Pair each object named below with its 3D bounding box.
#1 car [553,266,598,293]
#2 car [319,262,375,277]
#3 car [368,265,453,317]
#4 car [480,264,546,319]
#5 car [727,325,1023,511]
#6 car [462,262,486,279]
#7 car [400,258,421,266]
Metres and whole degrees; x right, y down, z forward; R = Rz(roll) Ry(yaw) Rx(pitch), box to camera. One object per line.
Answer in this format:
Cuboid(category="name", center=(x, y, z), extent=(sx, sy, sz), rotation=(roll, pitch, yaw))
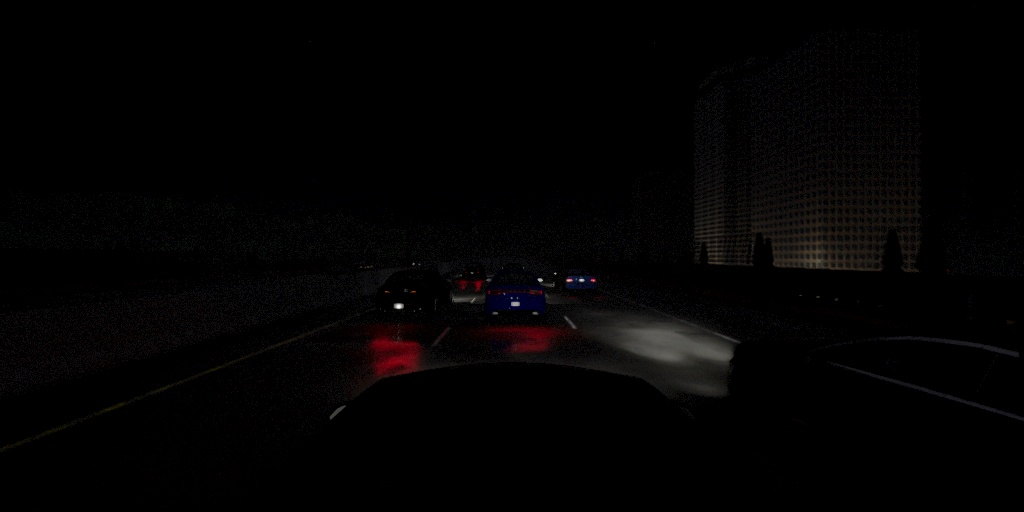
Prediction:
Cuboid(category="car", center=(3.596, 1.300, 21.014), extent=(2.033, 1.411, 5.357), rotation=(0, 0, 0))
Cuboid(category="car", center=(-10.601, 1.317, 22.947), extent=(1.994, 1.385, 4.181), rotation=(0, 0, 0))
Cuboid(category="car", center=(-3.403, 1.257, 13.198), extent=(1.837, 1.490, 4.892), rotation=(0, 0, 0))
Cuboid(category="car", center=(0.098, 1.229, 12.802), extent=(1.882, 1.535, 5.008), rotation=(0, 0, 0))
Cuboid(category="car", center=(3.599, 1.242, 2.519), extent=(2.128, 1.511, 4.902), rotation=(0, 0, 0))
Cuboid(category="car", center=(-3.431, 1.280, 32.788), extent=(1.812, 1.442, 4.674), rotation=(0, 0, 0))
Cuboid(category="car", center=(-14.358, 1.108, 51.030), extent=(2.097, 1.767, 4.553), rotation=(0, 0, -1))
